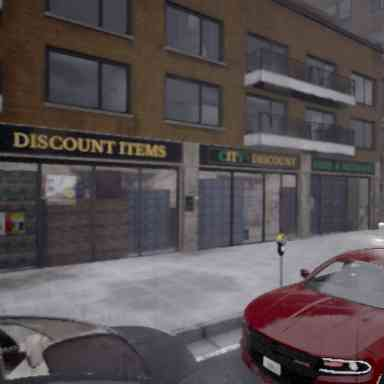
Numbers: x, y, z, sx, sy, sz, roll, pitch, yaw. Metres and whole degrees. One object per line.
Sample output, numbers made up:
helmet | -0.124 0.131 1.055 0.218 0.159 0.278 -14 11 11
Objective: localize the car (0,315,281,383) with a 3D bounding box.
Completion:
car | -1.883 1.519 1.536 4.403 1.369 2.008 0 1 -34

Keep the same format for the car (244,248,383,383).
car | 2.670 1.527 4.654 4.507 1.381 1.887 0 1 -34
